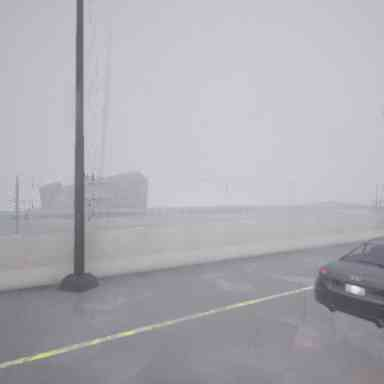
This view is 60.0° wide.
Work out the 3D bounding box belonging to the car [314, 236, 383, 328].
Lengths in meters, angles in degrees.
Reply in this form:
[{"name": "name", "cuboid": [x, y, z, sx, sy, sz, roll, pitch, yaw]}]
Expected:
[{"name": "car", "cuboid": [4.364, 1.568, 6.531, 4.181, 1.385, 1.994, 0, 0, -33]}]
